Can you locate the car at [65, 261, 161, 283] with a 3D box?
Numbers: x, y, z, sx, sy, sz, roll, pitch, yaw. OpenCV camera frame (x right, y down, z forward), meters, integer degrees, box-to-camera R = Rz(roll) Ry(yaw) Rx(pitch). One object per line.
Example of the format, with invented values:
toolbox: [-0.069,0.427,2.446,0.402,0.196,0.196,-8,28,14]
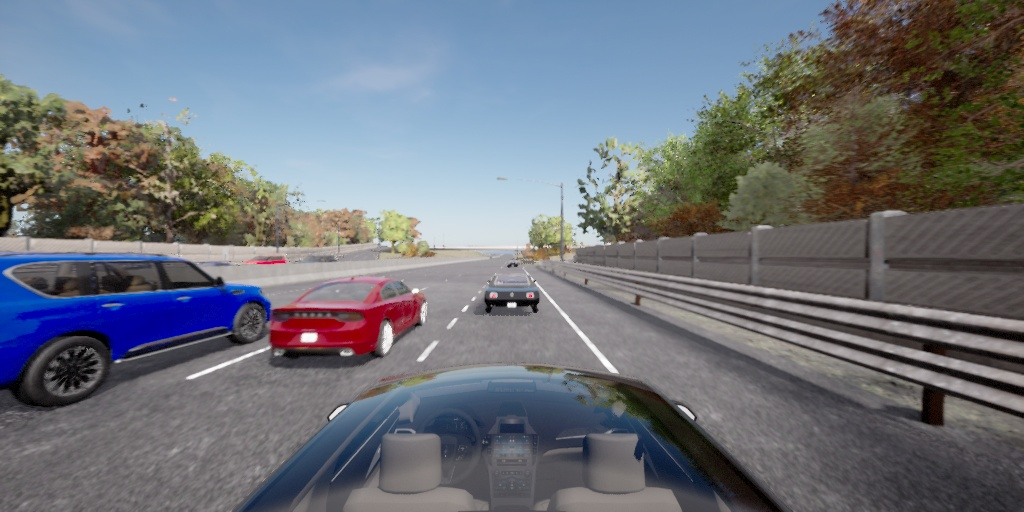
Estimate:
car: [-31.563,1.194,28.648,2.128,1.511,4.902,0,0,0]

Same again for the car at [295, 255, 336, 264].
car: [-21.081,0.921,38.647,2.150,2.045,5.566,0,0,0]

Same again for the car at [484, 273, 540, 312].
car: [-0.001,1.325,14.019,1.895,1.301,4.718,0,0,0]

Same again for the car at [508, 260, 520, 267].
car: [0.382,1.288,62.661,1.895,1.301,4.718,0,0,5]

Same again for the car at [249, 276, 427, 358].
car: [-3.398,1.212,8.482,1.882,1.535,5.008,0,0,0]

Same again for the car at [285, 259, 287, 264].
car: [-28.073,0.916,40.785,2.150,2.045,5.566,0,0,1]

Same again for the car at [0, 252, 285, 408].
car: [-6.903,0.960,6.325,2.150,2.045,5.566,0,0,0]
